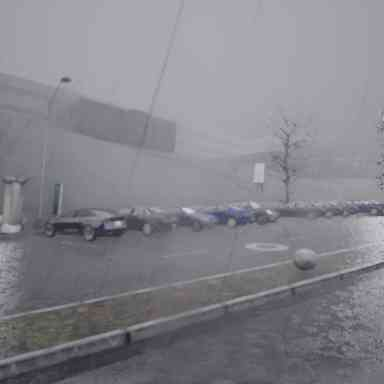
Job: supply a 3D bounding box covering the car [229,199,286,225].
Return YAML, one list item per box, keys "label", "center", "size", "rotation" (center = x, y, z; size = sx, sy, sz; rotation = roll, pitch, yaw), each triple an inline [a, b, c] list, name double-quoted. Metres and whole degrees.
- label: "car"
  center: [3.993, 1.383, 23.856]
  size: [4.553, 1.767, 2.185]
  rotation: [-1, -1, 31]

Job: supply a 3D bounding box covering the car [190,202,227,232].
- label: "car"
  center: [-0.601, 1.541, 20.163]
  size: [4.674, 1.452, 2.002]
  rotation: [-1, -1, 33]

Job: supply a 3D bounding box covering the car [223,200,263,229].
- label: "car"
  center: [1.721, 1.503, 21.983]
  size: [5.008, 1.535, 2.097]
  rotation: [-1, 0, 32]

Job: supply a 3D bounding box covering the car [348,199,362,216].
- label: "car"
  center: [13.063, 1.538, 31.445]
  size: [4.892, 1.521, 2.231]
  rotation: [0, 0, 29]

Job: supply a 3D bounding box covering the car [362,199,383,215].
- label: "car"
  center: [17.478, 1.562, 35.380]
  size: [5.008, 1.535, 2.097]
  rotation: [0, -1, 28]

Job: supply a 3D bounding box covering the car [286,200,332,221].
- label: "car"
  center: [8.575, 1.521, 27.593]
  size: [4.892, 1.521, 2.231]
  rotation: [-1, 0, 30]

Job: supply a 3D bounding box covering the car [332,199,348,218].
- label: "car"
  center: [10.826, 1.528, 29.508]
  size: [4.892, 1.521, 2.231]
  rotation: [0, 0, 30]

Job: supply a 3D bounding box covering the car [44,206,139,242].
- label: "car"
  center: [-5.321, 1.529, 16.582]
  size: [4.792, 1.488, 2.163]
  rotation: [-1, -1, 33]

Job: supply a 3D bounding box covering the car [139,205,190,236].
- label: "car"
  center: [-2.935, 1.500, 18.345]
  size: [4.892, 1.521, 2.231]
  rotation: [-1, 0, 33]
